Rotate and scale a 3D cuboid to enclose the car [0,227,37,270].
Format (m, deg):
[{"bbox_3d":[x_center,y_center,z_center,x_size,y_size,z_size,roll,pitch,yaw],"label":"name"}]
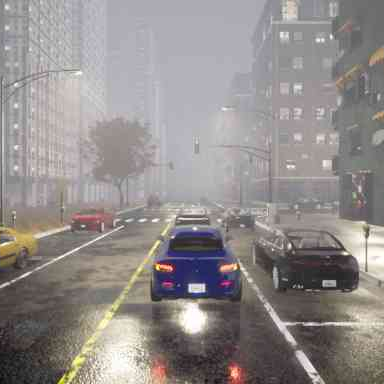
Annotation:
[{"bbox_3d":[-5.704,1.526,8.484,1.752,1.417,4.829,0,0,0],"label":"car"}]

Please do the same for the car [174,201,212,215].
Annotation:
[{"bbox_3d":[0.045,1.495,18.252,2.128,1.511,4.902,0,0,0],"label":"car"}]

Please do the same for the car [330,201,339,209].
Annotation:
[{"bbox_3d":[18.749,1.259,39.229,4.829,1.417,1.752,-1,1,-1],"label":"car"}]

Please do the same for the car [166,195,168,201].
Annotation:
[{"bbox_3d":[-5.802,1.607,57.631,1.947,1.339,4.313,0,0,0],"label":"car"}]

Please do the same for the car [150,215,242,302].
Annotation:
[{"bbox_3d":[0.078,1.526,8.149,1.812,1.442,4.674,0,0,0],"label":"car"}]

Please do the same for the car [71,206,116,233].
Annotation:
[{"bbox_3d":[-5.726,1.549,19.720,1.887,1.381,4.507,0,0,0],"label":"car"}]

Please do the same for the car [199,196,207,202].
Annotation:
[{"bbox_3d":[2.535,1.599,79.908,1.752,1.417,4.829,0,0,0],"label":"car"}]

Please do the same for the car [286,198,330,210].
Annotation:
[{"bbox_3d":[13.352,1.359,39.164,4.403,1.369,2.008,-1,1,-1],"label":"car"}]

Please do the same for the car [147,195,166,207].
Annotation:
[{"bbox_3d":[-5.792,1.349,52.108,2.192,1.841,5.009,0,0,0],"label":"car"}]

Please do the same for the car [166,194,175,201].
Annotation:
[{"bbox_3d":[-5.868,1.410,90.768,2.192,1.841,5.009,0,0,0],"label":"car"}]

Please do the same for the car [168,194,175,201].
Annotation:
[{"bbox_3d":[-5.857,1.650,85.246,1.947,1.339,4.313,0,0,0],"label":"car"}]

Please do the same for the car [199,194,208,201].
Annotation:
[{"bbox_3d":[2.546,1.630,74.216,1.947,1.339,4.313,0,0,0],"label":"car"}]

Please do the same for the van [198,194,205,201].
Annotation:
[{"bbox_3d":[2.523,1.425,85.262,1.690,1.788,3.998,0,0,0],"label":"van"}]

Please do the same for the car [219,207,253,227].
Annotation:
[{"bbox_3d":[2.654,1.555,19.736,2.008,1.369,4.403,0,0,0],"label":"car"}]

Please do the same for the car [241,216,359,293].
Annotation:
[{"bbox_3d":[2.676,1.552,8.670,2.008,1.369,4.403,0,0,0],"label":"car"}]
